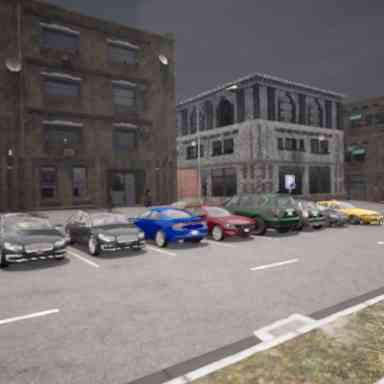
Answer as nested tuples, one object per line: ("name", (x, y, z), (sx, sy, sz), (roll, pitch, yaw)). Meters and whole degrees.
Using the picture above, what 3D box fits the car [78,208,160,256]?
("car", (-3.572, 1.440, 13.167), (2.231, 1.521, 4.892), (-1, 0, -36))

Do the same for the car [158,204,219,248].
("car", (-1.330, 1.409, 14.771), (2.097, 1.535, 5.008), (-1, 0, -36))

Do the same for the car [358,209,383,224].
("car", (9.951, 1.312, 22.686), (1.946, 1.575, 5.366), (0, 0, -36))

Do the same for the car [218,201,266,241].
("car", (0.899, 1.383, 16.391), (2.097, 1.535, 5.008), (-1, 0, -36))

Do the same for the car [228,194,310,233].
("car", (3.118, 1.110, 18.022), (2.435, 2.045, 5.566), (-1, 0, -36))

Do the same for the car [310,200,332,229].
("car", (5.389, 1.216, 19.585), (2.185, 1.767, 4.553), (-1, 0, -36))

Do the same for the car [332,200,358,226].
("car", (7.604, 1.367, 21.226), (2.002, 1.452, 4.674), (0, 0, -36))

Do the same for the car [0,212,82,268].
("car", (-5.807, 1.473, 11.555), (2.231, 1.521, 4.892), (-1, 1, -36))
